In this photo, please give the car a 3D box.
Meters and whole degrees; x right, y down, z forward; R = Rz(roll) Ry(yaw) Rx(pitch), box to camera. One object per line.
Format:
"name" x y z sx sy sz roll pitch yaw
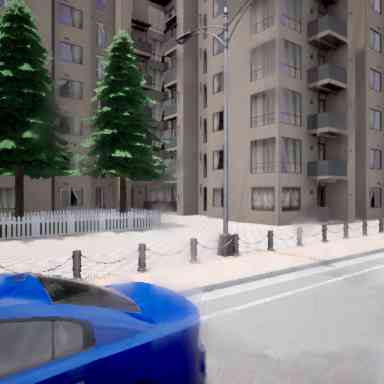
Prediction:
"car" -2.183 1.478 2.405 5.008 1.535 1.882 0 0 -36
